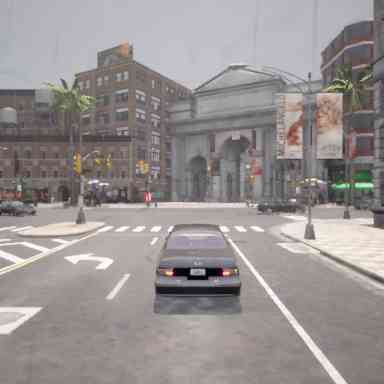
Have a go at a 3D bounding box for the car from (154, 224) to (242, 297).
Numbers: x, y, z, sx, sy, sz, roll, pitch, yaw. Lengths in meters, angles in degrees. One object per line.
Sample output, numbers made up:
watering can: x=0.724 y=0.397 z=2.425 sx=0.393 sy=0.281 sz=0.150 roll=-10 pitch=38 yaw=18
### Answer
car: x=0.111 y=1.547 z=8.741 sx=2.033 sy=1.411 sz=5.357 roll=0 pitch=0 yaw=0

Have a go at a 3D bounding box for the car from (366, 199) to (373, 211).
car: x=22.705 y=1.525 z=37.468 sx=4.674 sy=1.442 sz=1.812 roll=0 pitch=0 yaw=1

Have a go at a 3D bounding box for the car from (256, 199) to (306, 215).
car: x=9.073 y=1.504 z=33.920 sx=4.892 sy=1.490 sz=1.837 roll=0 pitch=0 yaw=1

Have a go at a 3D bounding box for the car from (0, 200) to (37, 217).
car: x=-16.521 y=1.525 z=31.164 sx=4.674 sy=1.442 sz=1.812 roll=0 pitch=-1 yaw=33

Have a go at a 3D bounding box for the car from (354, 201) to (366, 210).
car: x=22.279 y=1.564 z=40.966 sx=4.181 sy=1.385 sz=1.994 roll=0 pitch=0 yaw=0
